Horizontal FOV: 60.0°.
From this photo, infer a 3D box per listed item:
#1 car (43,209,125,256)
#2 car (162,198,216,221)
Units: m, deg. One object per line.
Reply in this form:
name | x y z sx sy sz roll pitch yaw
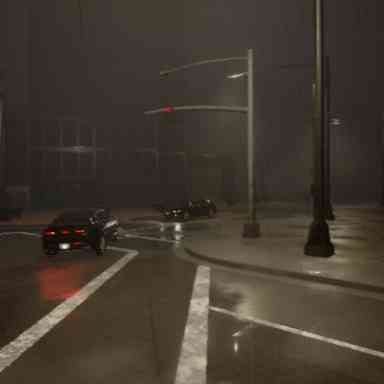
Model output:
car | -3.971 1.398 12.674 1.837 1.490 4.892 -4 1 -1
car | -0.124 1.228 24.585 1.837 1.490 4.892 0 1 40
